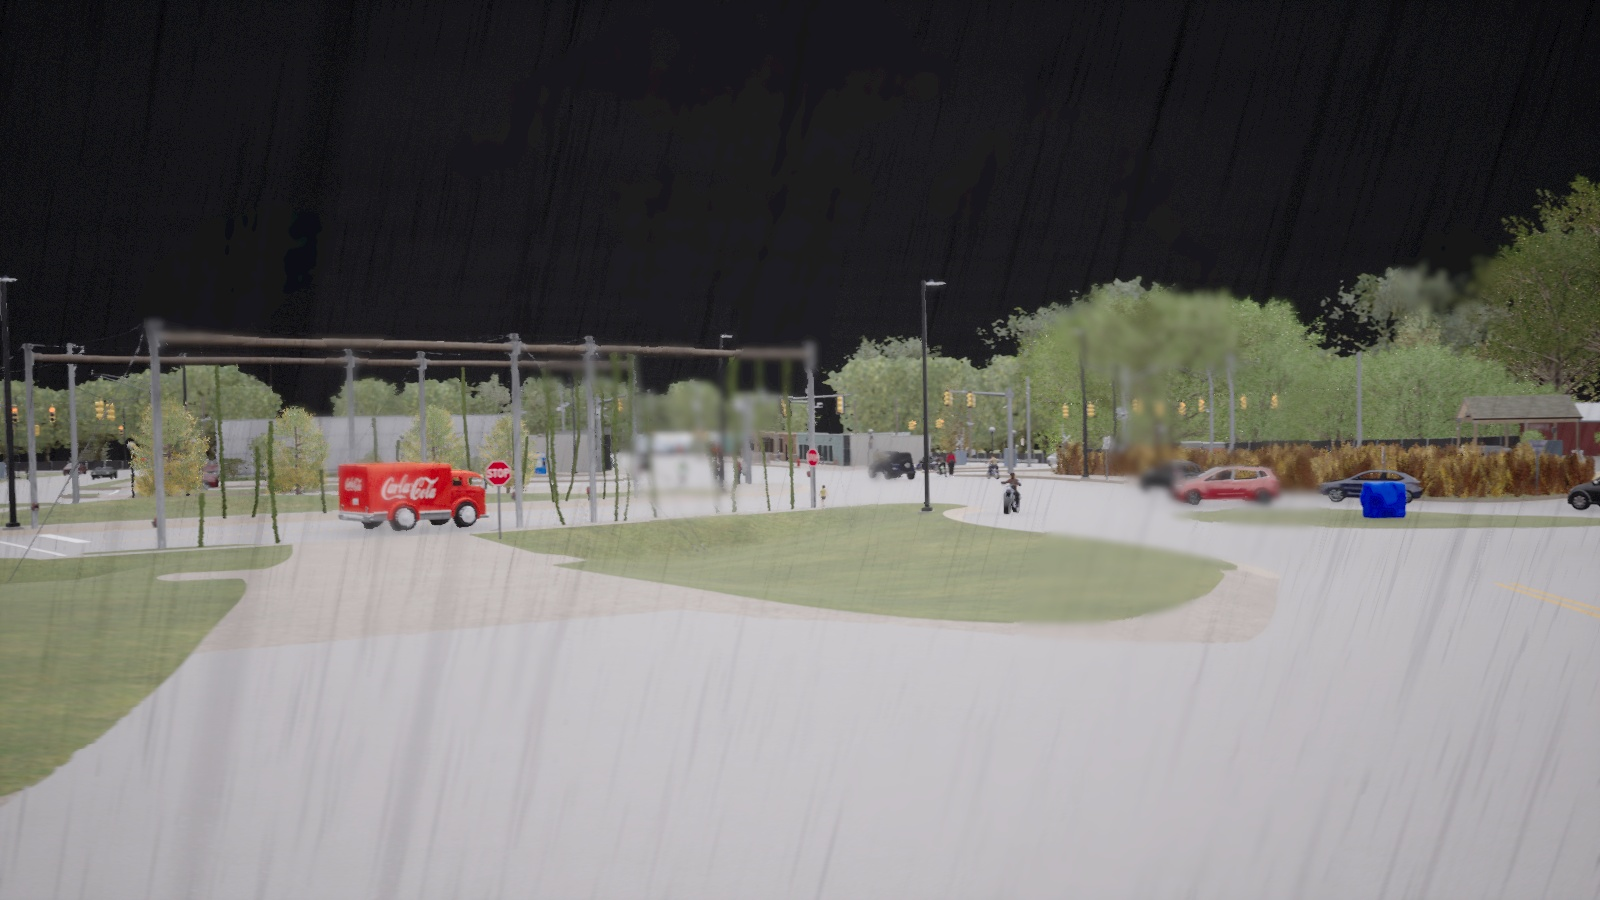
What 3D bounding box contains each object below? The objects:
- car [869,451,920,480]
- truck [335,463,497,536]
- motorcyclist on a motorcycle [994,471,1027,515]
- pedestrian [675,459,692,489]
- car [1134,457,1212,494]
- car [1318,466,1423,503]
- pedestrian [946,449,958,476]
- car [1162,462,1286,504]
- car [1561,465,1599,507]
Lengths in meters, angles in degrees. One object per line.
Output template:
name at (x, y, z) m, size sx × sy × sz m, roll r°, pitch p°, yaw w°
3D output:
car at (6.414, 1.063, 85.325) m, size 1.905 × 1.878 × 3.866 m, roll -2°, pitch 0°, yaw -22°
truck at (-14.389, 1.798, 47.287) m, size 2.627 × 2.467 × 5.204 m, roll 0°, pitch 1°, yaw 42°
motorcyclist on a motorcycle at (8.056, 1.620, 47.980) m, size 0.766 × 1.649 × 2.350 m, roll 0°, pitch -1°, yaw 21°
pedestrian at (-7.933, 1.628, 85.650) m, size 0.659 × 1.952 × 0.873 m, roll 0°, pitch 2°, yaw 42°
car at (18.699, 1.240, 63.084) m, size 1.851 × 1.617 × 3.988 m, roll -2°, pitch 2°, yaw -16°
car at (25.605, 1.512, 56.356) m, size 4.193 × 1.474 × 1.816 m, roll 1°, pitch 2°, yaw 27°
pedestrian at (10.948, 0.892, 90.608) m, size 0.634 × 1.844 × 0.899 m, roll -2°, pitch 2°, yaw -6°
car at (18.291, 1.411, 54.352) m, size 4.611 × 1.667 × 2.242 m, roll -1°, pitch 0°, yaw 3°
car at (32.616, 1.427, 49.643) m, size 1.851 × 1.617 × 3.988 m, roll -1°, pitch 0°, yaw -20°
